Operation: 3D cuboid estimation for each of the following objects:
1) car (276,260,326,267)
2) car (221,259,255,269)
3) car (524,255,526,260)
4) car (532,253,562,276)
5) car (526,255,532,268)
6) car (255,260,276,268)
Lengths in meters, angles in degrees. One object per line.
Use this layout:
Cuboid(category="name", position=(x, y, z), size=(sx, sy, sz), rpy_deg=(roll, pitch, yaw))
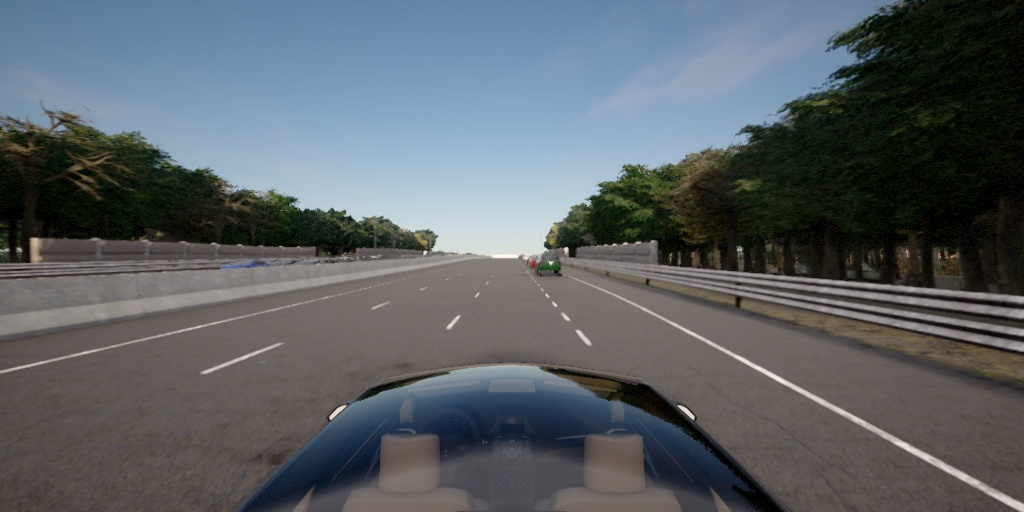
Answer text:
Cuboid(category="car", position=(-17.525, 1.123, 30.741), size=(1.837, 1.490, 4.892), rpy_deg=(0, 0, 0))
Cuboid(category="car", position=(-24.502, 1.080, 33.317), size=(1.882, 1.535, 5.008), rpy_deg=(0, 0, 0))
Cuboid(category="car", position=(3.498, 0.782, 62.683), size=(1.882, 1.535, 5.008), rpy_deg=(0, 1, 0))
Cuboid(category="car", position=(3.498, 0.749, 34.981), size=(2.150, 2.045, 5.566), rpy_deg=(0, 1, 0))
Cuboid(category="car", position=(3.498, 0.792, 50.643), size=(2.097, 1.767, 4.553), rpy_deg=(0, 1, 0))
Cuboid(category="car", position=(-21.002, 1.120, 33.272), size=(1.837, 1.490, 4.892), rpy_deg=(0, 0, 0))
